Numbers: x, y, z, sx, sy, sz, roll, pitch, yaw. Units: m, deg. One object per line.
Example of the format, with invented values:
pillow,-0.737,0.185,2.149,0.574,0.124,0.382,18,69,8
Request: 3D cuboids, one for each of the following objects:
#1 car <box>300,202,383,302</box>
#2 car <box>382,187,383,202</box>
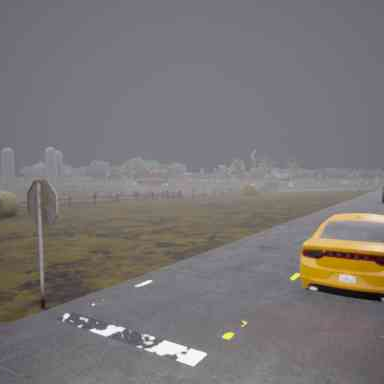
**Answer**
car,3.944,1.227,7.673,1.882,1.535,5.008,0,2,33
car,20.067,0.040,32.759,2.150,2.045,5.566,0,2,33
